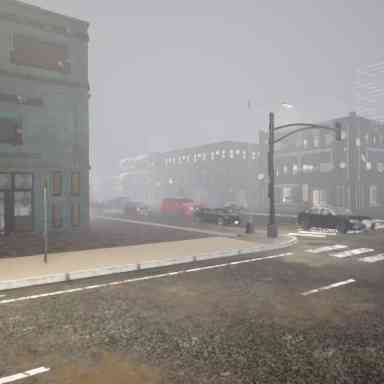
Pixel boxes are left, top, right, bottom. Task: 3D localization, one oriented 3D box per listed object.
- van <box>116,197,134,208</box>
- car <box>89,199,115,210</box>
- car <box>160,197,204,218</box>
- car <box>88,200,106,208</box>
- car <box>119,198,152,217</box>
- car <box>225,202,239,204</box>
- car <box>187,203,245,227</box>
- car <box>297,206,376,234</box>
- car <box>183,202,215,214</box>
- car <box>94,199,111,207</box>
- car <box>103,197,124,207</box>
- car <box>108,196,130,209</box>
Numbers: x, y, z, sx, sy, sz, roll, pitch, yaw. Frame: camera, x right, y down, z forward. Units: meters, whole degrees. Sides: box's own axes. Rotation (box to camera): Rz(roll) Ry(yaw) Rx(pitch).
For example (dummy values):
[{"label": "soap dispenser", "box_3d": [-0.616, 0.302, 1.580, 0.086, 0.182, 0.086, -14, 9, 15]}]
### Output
[{"label": "van", "box_3d": [-12.048, 1.906, 59.706, 1.690, 1.788, 3.998, -1, 0, -35]}, {"label": "car", "box_3d": [-14.471, 2.182, 53.291, 1.895, 1.301, 4.718, -1, 0, -35]}, {"label": "car", "box_3d": [-1.194, 1.546, 34.449, 2.150, 2.045, 5.566, -1, 0, -35]}, {"label": "car", "box_3d": [-18.296, 2.268, 64.050, 1.895, 1.301, 4.718, -1, 0, -36]}, {"label": "car", "box_3d": [-6.051, 1.846, 36.802, 1.967, 1.590, 4.097, -1, 0, -35]}, {"label": "car", "box_3d": [3.987, 1.809, 37.146, 2.008, 1.369, 4.403, -2, 0, -35]}, {"label": "car", "box_3d": [1.890, 1.814, 25.421, 1.947, 1.339, 4.313, -2, 0, -35]}, {"label": "car", "box_3d": [8.317, 1.582, 19.636, 2.128, 1.511, 4.902, 0, -2, -21]}, {"label": "car", "box_3d": [0.782, 1.903, 41.659, 1.802, 1.307, 4.206, -2, 0, -35]}, {"label": "car", "box_3d": [-18.456, 2.227, 68.730, 1.887, 1.381, 4.507, -1, 0, -35]}, {"label": "car", "box_3d": [-15.255, 1.939, 64.218, 2.192, 1.841, 5.009, -1, 0, -35]}, {"label": "car", "box_3d": [-12.082, 1.774, 55.297, 2.150, 2.045, 5.566, -1, 0, -35]}]
